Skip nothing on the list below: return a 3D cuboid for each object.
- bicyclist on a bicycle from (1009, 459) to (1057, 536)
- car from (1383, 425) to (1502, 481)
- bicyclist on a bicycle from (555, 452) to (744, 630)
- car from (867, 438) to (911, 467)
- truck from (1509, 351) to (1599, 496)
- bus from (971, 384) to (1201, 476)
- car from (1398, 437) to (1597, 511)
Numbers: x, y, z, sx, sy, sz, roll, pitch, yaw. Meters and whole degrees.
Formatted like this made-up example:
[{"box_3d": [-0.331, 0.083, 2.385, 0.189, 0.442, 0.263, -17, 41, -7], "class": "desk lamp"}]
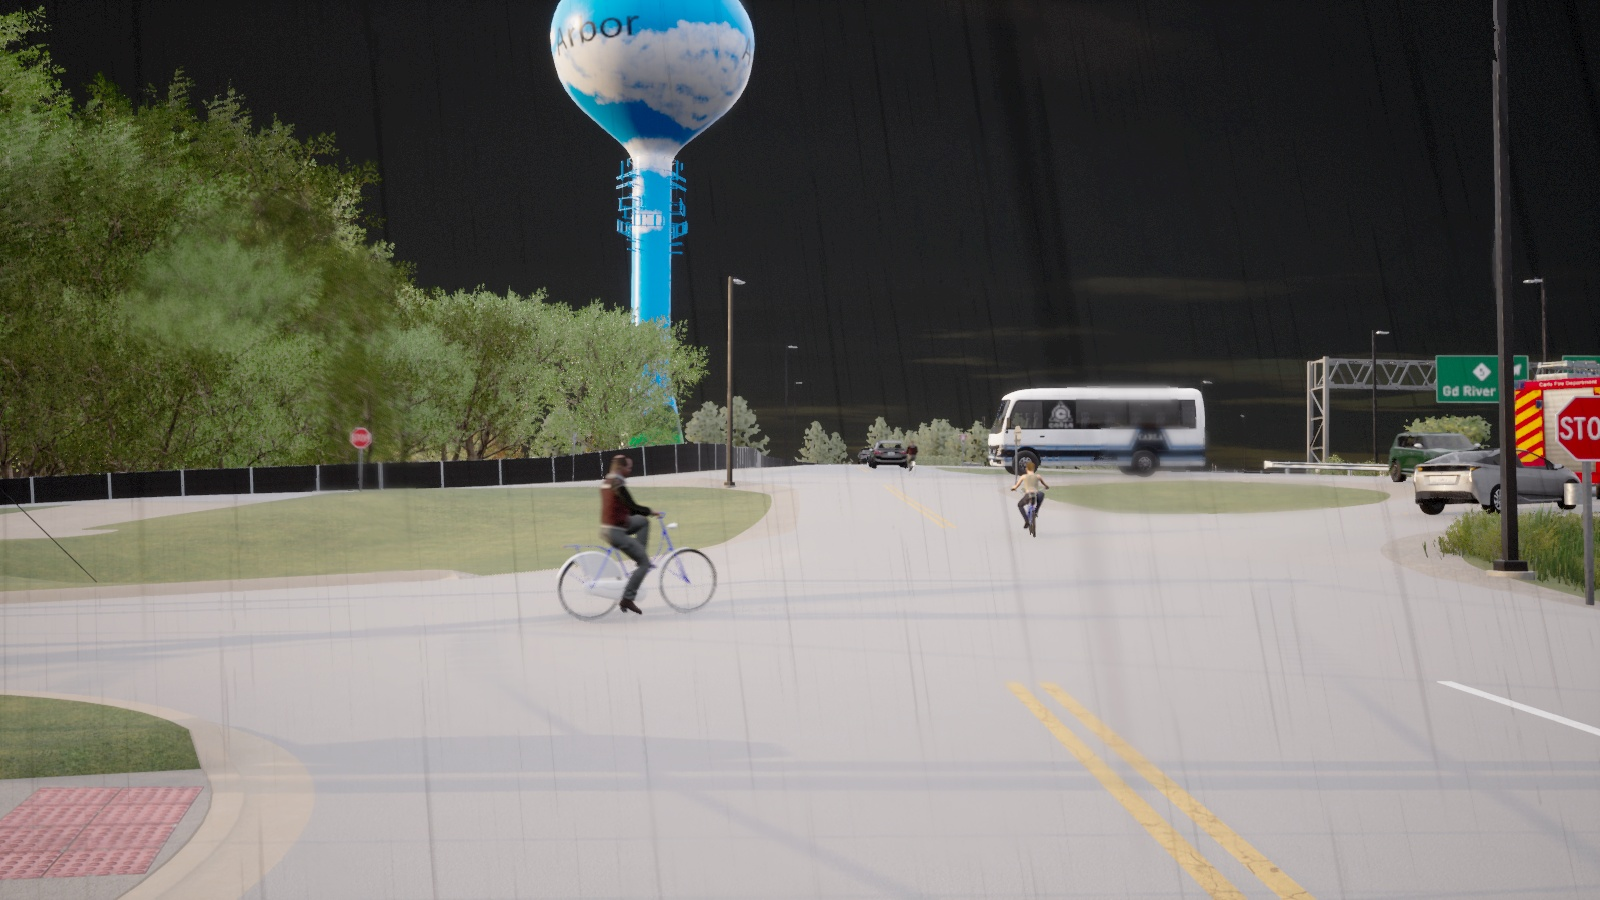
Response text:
[{"box_3d": [5.081, 1.026, 27.475, 0.866, 1.612, 1.509, -3, -1, 6], "class": "bicyclist on a bicycle"}, {"box_3d": [25.119, 0.107, 49.372, 2.150, 2.045, 5.566, -1, 0, 4], "class": "car"}, {"box_3d": [-1.621, 0.945, 13.605, 1.843, 1.776, 0.659, -1, -2, -30], "class": "bicyclist on a bicycle"}, {"box_3d": [5.272, 0.138, 75.033, 2.242, 1.667, 4.611, 0, 0, -1], "class": "car"}, {"box_3d": [23.894, -0.755, 36.640, 8.468, 3.827, 2.891, -1, -1, -42], "class": "truck"}, {"box_3d": [13.733, -0.961, 61.020, 10.273, 4.253, 3.944, 0, 1, 1], "class": "bus"}, {"box_3d": [16.541, 0.550, 29.741, 4.514, 1.525, 2.007, -2, -1, -30], "class": "car"}]
